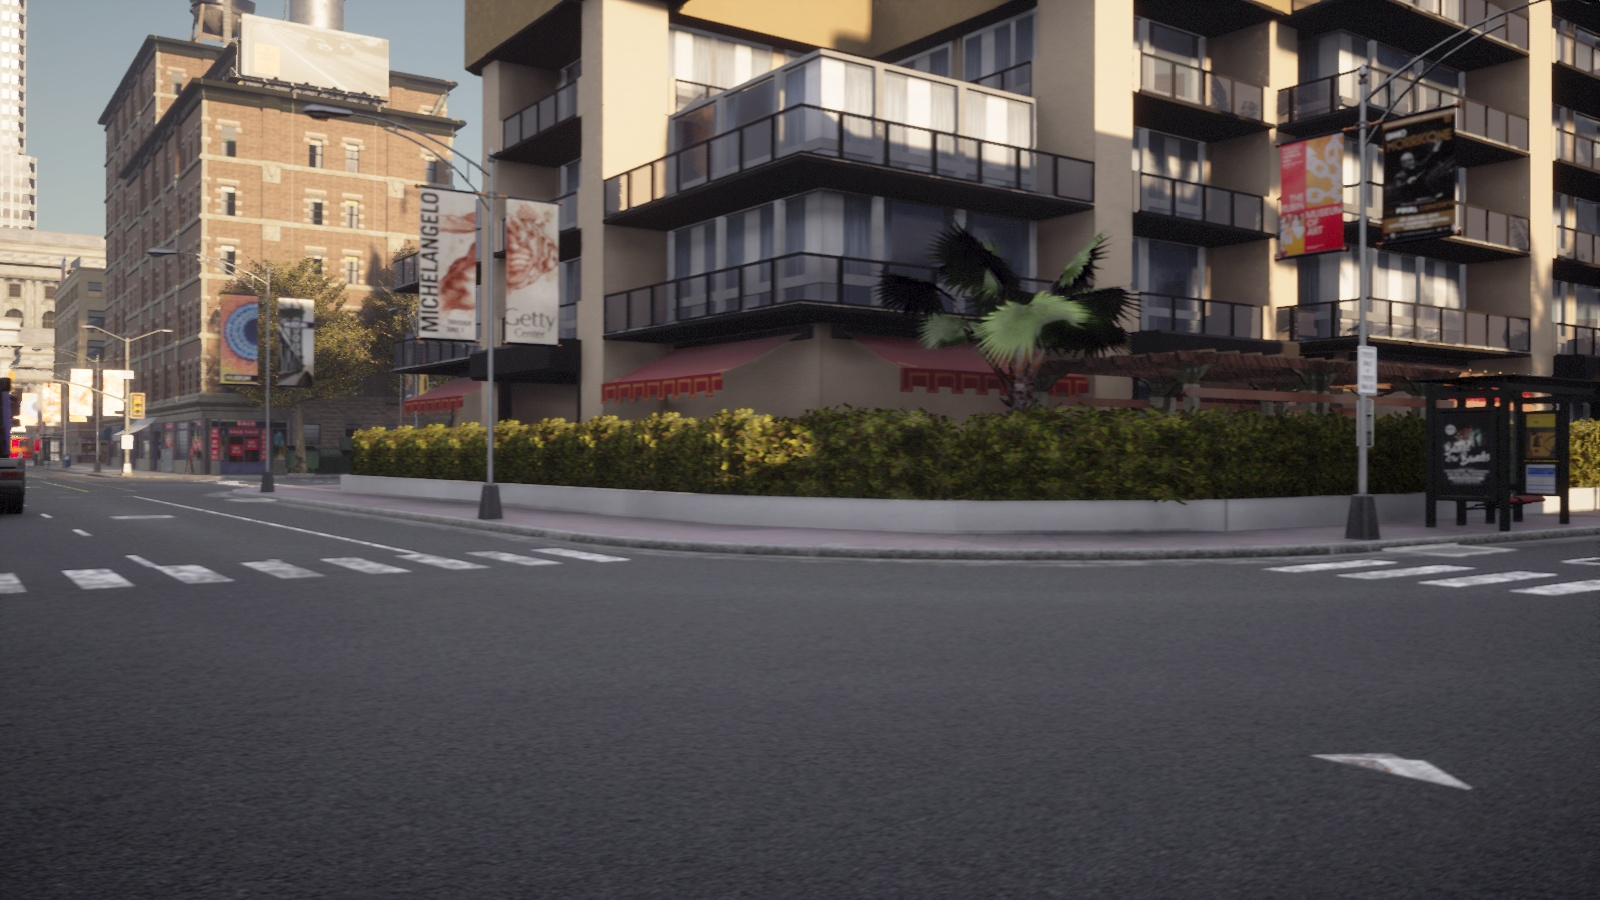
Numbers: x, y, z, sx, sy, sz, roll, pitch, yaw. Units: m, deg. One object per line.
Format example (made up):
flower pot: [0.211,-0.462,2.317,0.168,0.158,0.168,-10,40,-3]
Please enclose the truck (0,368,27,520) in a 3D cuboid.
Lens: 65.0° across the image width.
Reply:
truck: [-21.236,-0.116,31.272,2.891,3.462,7.936,0,0,-35]
